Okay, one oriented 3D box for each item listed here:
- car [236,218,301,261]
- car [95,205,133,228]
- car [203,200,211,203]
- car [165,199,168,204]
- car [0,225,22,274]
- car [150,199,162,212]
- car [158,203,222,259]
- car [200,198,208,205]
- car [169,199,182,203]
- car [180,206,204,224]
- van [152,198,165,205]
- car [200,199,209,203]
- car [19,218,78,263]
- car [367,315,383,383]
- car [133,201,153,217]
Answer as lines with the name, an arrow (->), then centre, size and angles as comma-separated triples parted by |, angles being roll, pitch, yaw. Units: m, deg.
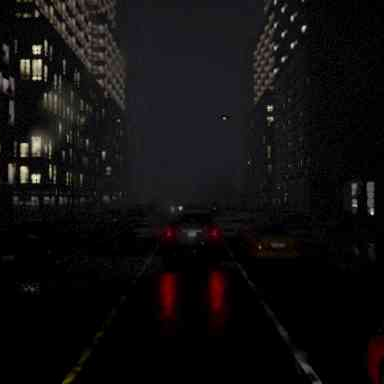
car -> 2.694, 1.659, 12.686 | 1.752, 1.417, 4.829 | 0, -1, 0
car -> -5.687, 1.830, 23.911 | 1.802, 1.307, 4.206 | 0, -1, 0
car -> 2.694, 1.984, 40.975 | 1.947, 1.339, 4.313 | 0, -1, 0
car -> -5.687, 2.168, 58.064 | 1.802, 1.307, 4.206 | 0, -1, 0
car -> -5.687, 1.624, 6.836 | 2.008, 1.369, 4.403 | 0, -1, 0
car -> -5.687, 2.020, 46.680 | 1.887, 1.381, 4.507 | 0, -1, 0
car -> 0.023, 1.493, 13.430 | 2.097, 1.767, 4.553 | 0, -1, 0
car -> 2.999, 2.342, 82.076 | 1.812, 1.442, 4.674 | 0, -1, 0
car -> -3.017, 2.160, 65.373 | 1.837, 1.490, 4.892 | 0, -1, 0
car -> 0.019, 1.893, 28.250 | 1.895, 1.301, 4.718 | 0, -1, 0
van -> -5.686, 1.872, 52.374 | 1.690, 1.788, 3.998 | 0, -1, 0
car -> 2.694, 2.081, 63.742 | 1.967, 1.590, 4.097 | 0, -1, 0
car -> -5.687, 1.698, 12.529 | 1.947, 1.339, 4.313 | 0, -1, 0
car -> 2.695, 1.329, 1.135 | 2.192, 1.841, 5.009 | 0, -1, 0
car -> -5.687, 1.913, 35.296 | 2.008, 1.369, 4.403 | 0, -1, 0
